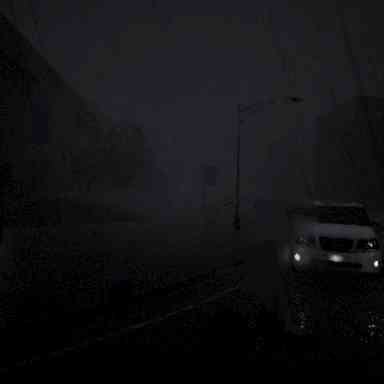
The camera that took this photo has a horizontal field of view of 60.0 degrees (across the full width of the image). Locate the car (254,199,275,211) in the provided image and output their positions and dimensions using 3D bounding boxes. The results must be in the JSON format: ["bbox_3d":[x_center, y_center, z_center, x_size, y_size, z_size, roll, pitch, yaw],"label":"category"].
[{"bbox_3d":[9.523,1.620,44.034,1.882,1.535,5.008,1,1,-2],"label":"car"}]

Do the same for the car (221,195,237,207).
[{"bbox_3d":[5.612,1.258,50.458,2.097,1.767,4.553,1,2,-2],"label":"car"}]

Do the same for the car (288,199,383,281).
[{"bbox_3d":[4.594,1.290,10.691,2.150,2.045,5.566,1,0,23],"label":"car"}]

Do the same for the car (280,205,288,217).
[{"bbox_3d":[9.905,1.806,32.073,1.994,1.385,4.181,1,0,-2],"label":"car"}]
